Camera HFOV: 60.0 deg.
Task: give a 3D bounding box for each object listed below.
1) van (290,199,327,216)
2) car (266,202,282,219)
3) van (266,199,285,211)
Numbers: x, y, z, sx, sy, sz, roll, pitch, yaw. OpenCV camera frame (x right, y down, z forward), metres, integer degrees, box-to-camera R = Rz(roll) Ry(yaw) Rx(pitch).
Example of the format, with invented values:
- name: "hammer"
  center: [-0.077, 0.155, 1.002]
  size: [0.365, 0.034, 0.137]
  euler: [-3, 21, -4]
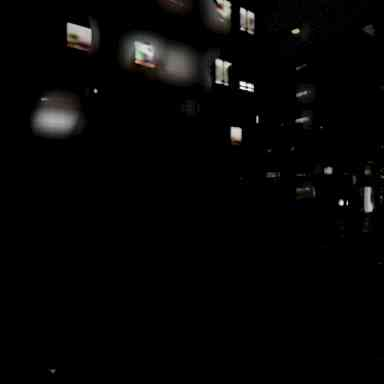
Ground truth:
- name: "van"
  center: [12.805, 1.678, 36.627]
  size: [1.690, 1.788, 3.998]
  euler: [-1, 0, -36]
- name: "car"
  center: [6.066, 1.929, 31.708]
  size: [1.802, 1.307, 4.206]
  euler: [-1, 0, -36]
- name: "van"
  center: [9.489, 1.751, 41.142]
  size: [1.690, 1.788, 3.998]
  euler: [-1, 0, -36]
